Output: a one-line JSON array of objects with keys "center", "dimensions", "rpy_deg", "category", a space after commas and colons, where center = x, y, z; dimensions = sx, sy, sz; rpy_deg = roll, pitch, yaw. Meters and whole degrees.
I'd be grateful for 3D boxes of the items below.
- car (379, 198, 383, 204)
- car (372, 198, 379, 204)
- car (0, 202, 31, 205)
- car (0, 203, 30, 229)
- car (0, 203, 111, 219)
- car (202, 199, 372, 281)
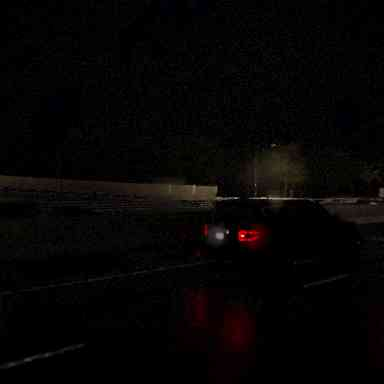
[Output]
[{"center": [7.748, 1.230, 9.271], "dimensions": [5.566, 2.045, 2.150], "rpy_deg": [0, 0, -35], "category": "car"}, {"center": [28.781, 1.606, 50.215], "dimensions": [4.902, 1.511, 2.128], "rpy_deg": [0, 0, -35], "category": "car"}, {"center": [-10.337, 1.353, 18.113], "dimensions": [4.553, 1.767, 2.097], "rpy_deg": [0, 0, -35], "category": "car"}, {"center": [-12.890, 1.505, 20.592], "dimensions": [4.892, 1.490, 1.837], "rpy_deg": [0, 0, -35], "category": "car"}, {"center": [-6.477, 1.480, 16.568], "dimensions": [5.008, 1.535, 1.882], "rpy_deg": [0, 0, -36], "category": "car"}, {"center": [2.898, 1.227, 10.111], "dimensions": [5.566, 2.045, 2.150], "rpy_deg": [0, 0, -35], "category": "car"}]
